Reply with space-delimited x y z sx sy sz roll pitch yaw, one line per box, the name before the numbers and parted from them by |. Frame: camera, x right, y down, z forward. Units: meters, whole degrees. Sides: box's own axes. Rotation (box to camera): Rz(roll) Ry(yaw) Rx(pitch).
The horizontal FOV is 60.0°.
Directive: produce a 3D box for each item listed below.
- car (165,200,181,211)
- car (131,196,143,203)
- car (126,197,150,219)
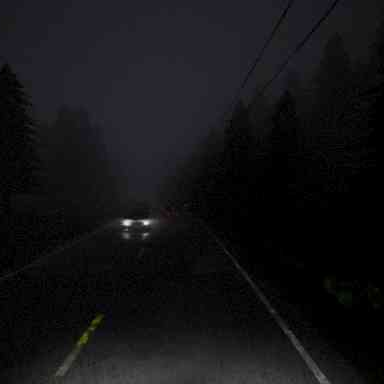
car | -2.431 1.636 41.683 1.895 1.301 4.718 0 0 -5
car | -11.732 1.629 70.689 1.895 1.301 4.718 0 0 -18
car | -4.812 1.506 29.997 1.882 1.535 5.008 0 0 -5
